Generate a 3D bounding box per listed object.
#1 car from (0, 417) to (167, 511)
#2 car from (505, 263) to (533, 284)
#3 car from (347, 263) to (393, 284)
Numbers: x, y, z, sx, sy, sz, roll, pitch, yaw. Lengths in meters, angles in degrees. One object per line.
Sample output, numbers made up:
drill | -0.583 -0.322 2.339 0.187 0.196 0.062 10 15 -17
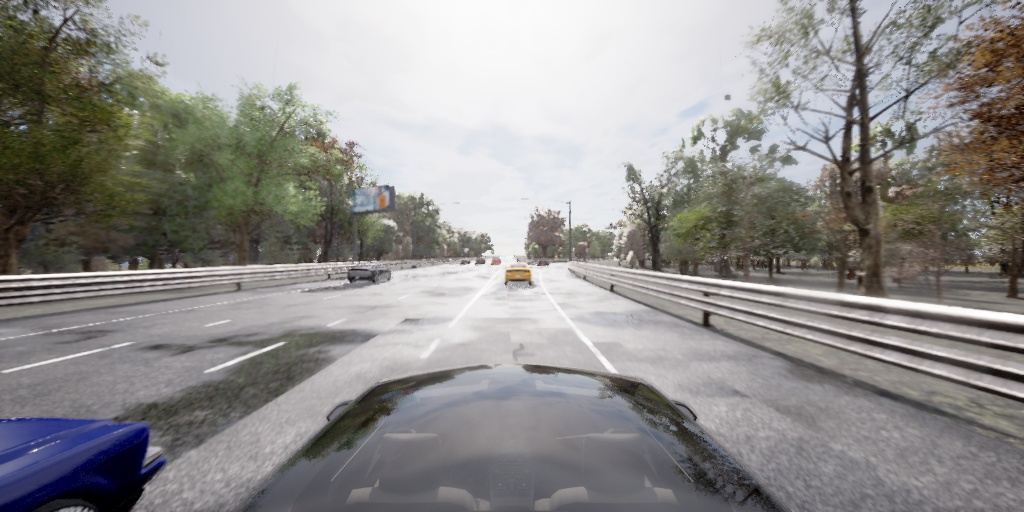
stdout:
car | -3.400 1.351 0.368 1.895 1.301 4.718 0 0 0
car | 0.532 1.223 26.571 1.882 1.535 5.008 0 0 3
car | -10.394 1.238 26.563 2.128 1.511 4.902 0 0 0
